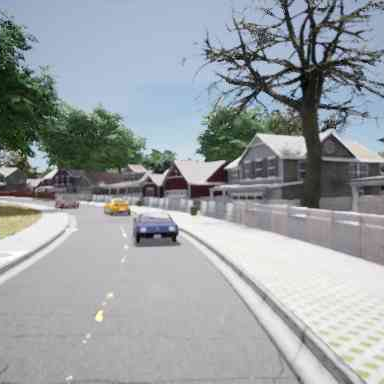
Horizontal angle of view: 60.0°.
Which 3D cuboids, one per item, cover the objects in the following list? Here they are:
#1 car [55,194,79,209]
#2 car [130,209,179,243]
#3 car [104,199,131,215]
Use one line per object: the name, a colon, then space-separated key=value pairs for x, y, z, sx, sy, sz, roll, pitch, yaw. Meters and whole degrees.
car: x=-15.896 y=1.206 z=42.321 sx=2.097 sy=1.767 sz=4.553 roll=0 pitch=0 yaw=-34
car: x=-1.882 y=1.602 z=16.228 sx=1.895 sy=1.301 sz=4.718 roll=0 pitch=0 yaw=-11
car: x=-7.455 y=1.419 z=32.976 sx=1.882 sy=1.535 sz=5.008 roll=0 pitch=0 yaw=-25
